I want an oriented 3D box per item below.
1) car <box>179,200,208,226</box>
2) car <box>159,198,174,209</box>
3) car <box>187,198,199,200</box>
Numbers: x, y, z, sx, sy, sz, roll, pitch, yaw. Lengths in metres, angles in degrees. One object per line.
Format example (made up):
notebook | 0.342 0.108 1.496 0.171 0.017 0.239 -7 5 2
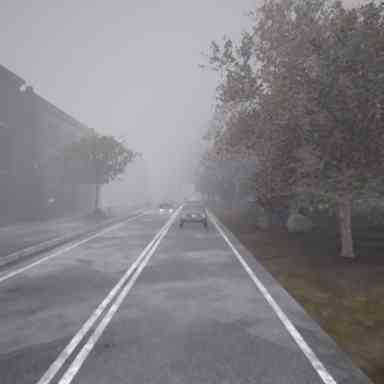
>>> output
car | 0.098 1.514 22.878 2.033 1.411 5.357 0 0 0
car | -3.333 1.518 44.585 2.033 1.411 5.357 0 0 0
car | 0.096 1.435 41.568 1.882 1.535 5.008 0 0 0
